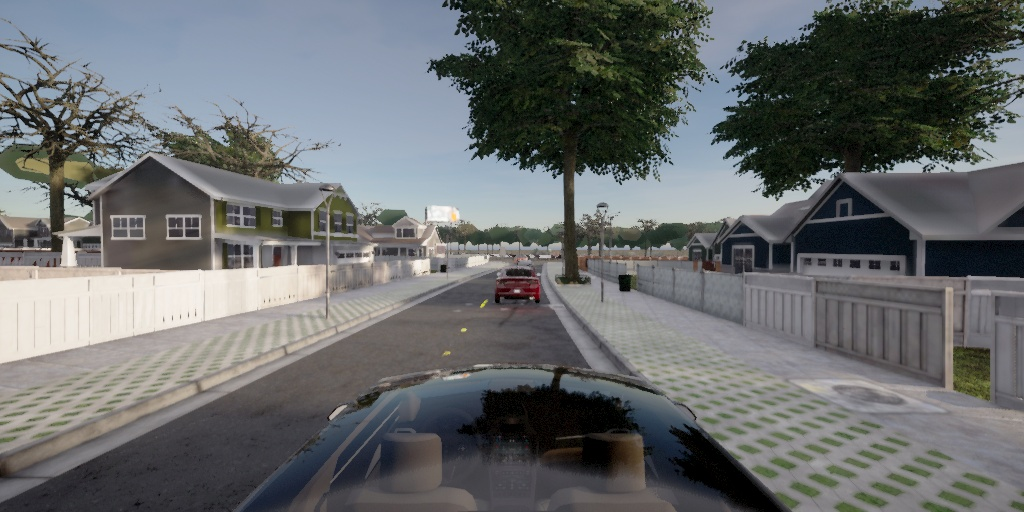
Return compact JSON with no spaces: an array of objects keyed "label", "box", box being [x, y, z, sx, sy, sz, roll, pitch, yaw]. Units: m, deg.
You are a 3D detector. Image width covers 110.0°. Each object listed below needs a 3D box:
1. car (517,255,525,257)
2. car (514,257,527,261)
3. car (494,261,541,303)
[{"label":"car","box":[1.587,0.581,64.470,2.097,1.767,4.553,0,1,6]},{"label":"car","box":[1.168,1.123,31.314,1.837,1.490,4.892,0,1,4]},{"label":"car","box":[0.292,1.197,16.396,1.882,1.535,5.008,0,0,2]}]
